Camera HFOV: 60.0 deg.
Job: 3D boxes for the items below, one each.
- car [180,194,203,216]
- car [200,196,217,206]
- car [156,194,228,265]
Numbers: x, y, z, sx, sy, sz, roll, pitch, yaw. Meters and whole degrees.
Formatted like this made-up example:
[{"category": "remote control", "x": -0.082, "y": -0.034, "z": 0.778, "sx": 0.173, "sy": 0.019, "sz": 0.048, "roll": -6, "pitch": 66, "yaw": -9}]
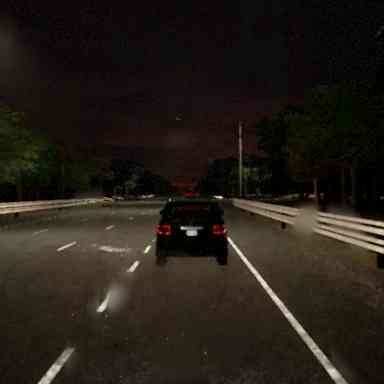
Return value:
[{"category": "car", "x": -0.003, "y": 1.226, "z": 34.669, "sx": 2.150, "sy": 2.045, "sz": 5.566, "roll": 0, "pitch": 0, "yaw": 0}, {"category": "car", "x": 2.928, "y": 1.542, "z": 57.763, "sx": 1.837, "sy": 1.490, "sz": 4.892, "roll": -1, "pitch": -1, "yaw": 14}, {"category": "car", "x": -0.005, "y": 1.223, "z": 11.835, "sx": 2.150, "sy": 2.045, "sz": 5.566, "roll": 0, "pitch": 0, "yaw": 0}]
